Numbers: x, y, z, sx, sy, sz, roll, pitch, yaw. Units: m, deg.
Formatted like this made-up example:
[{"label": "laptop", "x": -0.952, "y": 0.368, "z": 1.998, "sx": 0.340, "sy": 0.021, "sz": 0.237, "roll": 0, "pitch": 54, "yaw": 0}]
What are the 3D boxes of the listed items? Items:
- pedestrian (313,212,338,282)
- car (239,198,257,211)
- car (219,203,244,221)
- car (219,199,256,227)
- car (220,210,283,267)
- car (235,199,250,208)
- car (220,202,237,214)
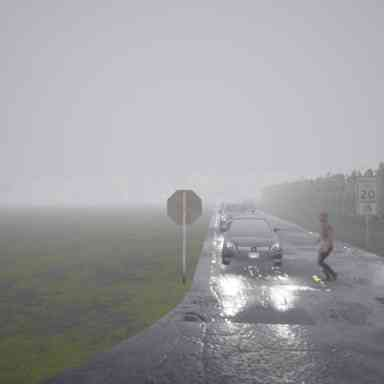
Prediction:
[{"label": "pedestrian", "x": 3.390, "y": 1.345, "z": 8.423, "sx": 0.375, "sy": 1.860, "sz": 0.375, "roll": 1, "pitch": -1, "yaw": 5}, {"label": "car", "x": 7.769, "y": 1.693, "z": 46.849, "sx": 2.097, "sy": 1.767, "sz": 4.553, "roll": 0, "pitch": 0, "yaw": 4}, {"label": "car", "x": 3.522, "y": 1.757, "z": 30.329, "sx": 2.033, "sy": 1.411, "sz": 5.357, "roll": 0, "pitch": 0, "yaw": 5}, {"label": "car", "x": 2.765, "y": 1.490, "z": 20.774, "sx": 2.097, "sy": 1.767, "sz": 4.553, "roll": 0, "pitch": 0, "yaw": 4}, {"label": "car", "x": 2.037, "y": 1.600, "z": 11.969, "sx": 1.812, "sy": 1.442, "sz": 4.674, "roll": 0, "pitch": 0, "yaw": 6}, {"label": "car", "x": 8.544, "y": 1.910, "z": 56.743, "sx": 2.128, "sy": 1.511, "sz": 4.902, "roll": 0, "pitch": 0, "yaw": 5}, {"label": "car", "x": 4.347, "y": 1.887, "z": 40.453, "sx": 1.895, "sy": 1.301, "sz": 4.718, "roll": 0, "pitch": 0, "yaw": 5}]
